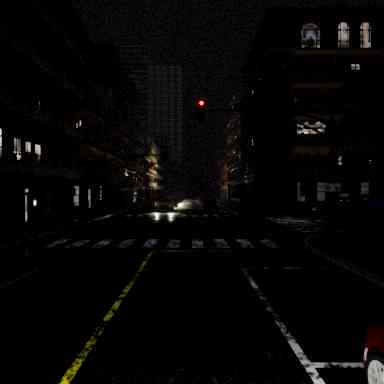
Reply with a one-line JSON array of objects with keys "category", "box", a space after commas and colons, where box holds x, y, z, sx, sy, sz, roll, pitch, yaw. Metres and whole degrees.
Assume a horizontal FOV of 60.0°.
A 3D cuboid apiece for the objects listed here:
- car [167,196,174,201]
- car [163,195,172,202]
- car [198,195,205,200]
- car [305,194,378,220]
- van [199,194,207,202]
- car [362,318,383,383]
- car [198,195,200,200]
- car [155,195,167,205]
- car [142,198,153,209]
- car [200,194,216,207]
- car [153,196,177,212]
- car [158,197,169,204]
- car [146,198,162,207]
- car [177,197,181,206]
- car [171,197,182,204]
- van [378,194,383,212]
[{"category": "car", "box": [-5.743, 1.631, 89.515, 1.802, 1.307, 4.206, -1, 0, 0]}, {"category": "car", "box": [-5.738, 1.561, 78.289, 1.752, 1.417, 4.829, -1, 0, 0]}, {"category": "car", "box": [2.633, 1.600, 95.042, 1.887, 1.381, 4.507, -1, 0, 0]}, {"category": "car", "box": [10.917, 1.140, 24.965, 4.553, 1.767, 2.097, -1, 0, 3]}, {"category": "van", "box": [2.640, 1.377, 78.458, 1.690, 1.788, 3.998, -1, 0, 0]}, {"category": "car", "box": [2.684, 1.544, 1.819, 1.887, 1.381, 4.507, 0, 0, 0]}, {"category": "car", "box": [2.649, 1.576, 67.402, 2.008, 1.369, 4.403, -1, 0, 0]}, {"category": "car", "box": [-5.730, 1.461, 61.875, 1.967, 1.590, 4.097, -1, 0, 0]}, {"category": "car", "box": [-5.719, 1.560, 45.292, 2.008, 1.369, 4.403, 0, 0, 0]}, {"category": "car", "box": [2.656, 1.453, 50.819, 1.967, 1.590, 4.097, -1, 0, 0]}, {"category": "car", "box": [-3.117, 1.483, 39.313, 1.882, 1.535, 5.008, 0, 0, 0]}, {"category": "car", "box": [-5.732, 1.608, 67.403, 1.802, 1.307, 4.206, -1, 0, 0]}, {"category": "car", "box": [-5.723, 1.579, 50.819, 1.947, 1.339, 4.313, 0, 0, 0]}, {"category": "car", "box": [-3.124, 1.560, 50.659, 2.033, 1.411, 5.357, 0, 0, 0]}, {"category": "car", "box": [-3.071, 1.624, 64.887, 1.895, 1.301, 4.718, 0, 0, 1]}, {"category": "van", "box": [15.628, 1.035, 27.397, 3.998, 1.788, 1.690, -1, 1, -1]}]
